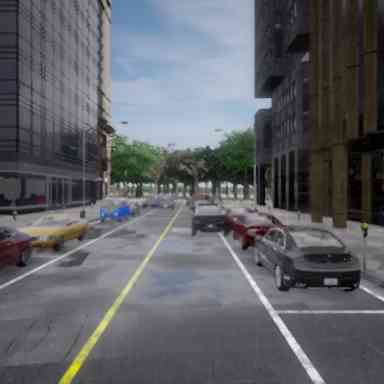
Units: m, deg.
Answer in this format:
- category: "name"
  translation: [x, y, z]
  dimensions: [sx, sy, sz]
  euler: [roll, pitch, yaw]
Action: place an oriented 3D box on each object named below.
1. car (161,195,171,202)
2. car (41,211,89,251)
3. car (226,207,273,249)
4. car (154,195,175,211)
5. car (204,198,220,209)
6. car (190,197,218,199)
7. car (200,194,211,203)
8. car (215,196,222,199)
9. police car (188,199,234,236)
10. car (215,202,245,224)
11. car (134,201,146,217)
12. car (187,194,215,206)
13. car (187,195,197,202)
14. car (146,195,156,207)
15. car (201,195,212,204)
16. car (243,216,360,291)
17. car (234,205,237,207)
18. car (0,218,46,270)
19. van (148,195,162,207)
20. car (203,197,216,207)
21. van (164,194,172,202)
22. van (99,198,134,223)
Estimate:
- category: "car"
  translation: [-5.772, 1.429, 74.046]
  dimensions: [1.967, 1.590, 4.097]
  euler: [0, 0, 0]
- category: "car"
  translation: [-5.765, 1.519, 14.063]
  dimensions: [1.752, 1.417, 4.829]
  euler: [0, 0, 0]
- category: "car"
  translation: [2.761, 1.538, 14.234]
  dimensions: [1.887, 1.381, 4.507]
  euler: [0, 0, 0]
- category: "car"
  translation: [-3.094, 1.478, 41.120]
  dimensions: [2.128, 1.511, 4.902]
  euler: [0, 0, 0]
- category: "car"
  translation: [2.757, 1.536, 46.859]
  dimensions: [2.008, 1.369, 4.403]
  euler: [0, 0, 0]
- category: "car"
  translation: [0.897, 1.467, 28.376]
  dimensions: [1.882, 1.535, 5.008]
  euler: [0, 0, 0]
- category: "car"
  translation: [2.753, 1.302, 68.610]
  dimensions: [2.192, 1.841, 5.009]
  euler: [0, 0, 0]
- category: "car"
  translation: [2.758, 1.512, 36.154]
  dimensions: [1.752, 1.417, 4.829]
  euler: [0, 0, 0]
- category: "police car"
  translation: [0.898, 1.418, 18.486]
  dimensions: [1.930, 1.638, 5.238]
  euler: [0, 0, 0]
- category: "car"
  translation: [2.759, 1.515, 25.279]
  dimensions: [1.752, 1.417, 4.829]
  euler: [0, 0, 0]
- category: "car"
  translation: [-5.767, 1.539, 30.546]
  dimensions: [2.008, 1.369, 4.403]
  euler: [0, 0, 0]
- category: "car"
  translation: [0.860, 1.210, 34.404]
  dimensions: [2.150, 2.045, 5.566]
  euler: [0, 0, 0]
- category: "car"
  translation: [-0.008, 1.421, 69.563]
  dimensions: [1.994, 1.385, 4.181]
  euler: [0, 0, 0]
- category: "car"
  translation: [-5.769, 1.551, 46.858]
  dimensions: [1.947, 1.339, 4.313]
  euler: [0, 0, 0]
- category: "car"
  translation: [2.754, 1.426, 63.172]
  dimensions: [1.967, 1.590, 4.097]
  euler: [0, 0, 0]
- category: "car"
  translation: [2.761, 1.547, 8.796]
  dimensions: [2.008, 1.369, 4.403]
  euler: [0, 0, 0]
- category: "car"
  translation: [2.760, 1.536, 19.671]
  dimensions: [1.887, 1.381, 4.507]
  euler: [0, 0, 0]
- category: "car"
  translation: [-5.764, 1.578, 8.795]
  dimensions: [1.802, 1.307, 4.206]
  euler: [0, 0, 0]
- category: "van"
  translation: [-5.770, 1.326, 52.296]
  dimensions: [1.690, 1.788, 3.998]
  euler: [0, 0, 0]
- category: "car"
  translation: [2.756, 1.511, 52.467]
  dimensions: [1.752, 1.417, 4.829]
  euler: [0, 0, 0]
- category: "van"
  translation: [-5.773, 1.331, 79.484]
  dimensions: [1.690, 1.788, 3.998]
  euler: [0, 0, 0]
- category: "van"
  translation: [-5.766, 1.331, 25.108]
  dimensions: [1.690, 1.788, 3.998]
  euler: [0, 0, 0]
